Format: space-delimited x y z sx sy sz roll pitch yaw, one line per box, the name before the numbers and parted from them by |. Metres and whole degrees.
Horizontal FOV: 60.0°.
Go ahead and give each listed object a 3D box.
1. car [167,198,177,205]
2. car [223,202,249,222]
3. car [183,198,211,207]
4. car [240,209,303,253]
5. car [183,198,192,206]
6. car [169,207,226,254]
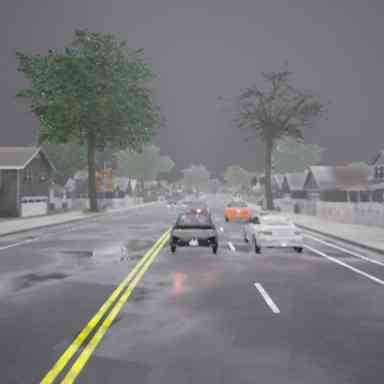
car | -4.163 2.074 71.184 1.837 1.490 4.892 0 0 2
car | 3.861 1.608 28.849 2.097 1.767 4.553 0 -1 2
car | 0.614 1.609 28.979 2.097 1.767 4.553 0 -1 2
car | 3.368 1.658 14.266 1.812 1.442 4.674 0 0 2
car | -0.917 2.098 71.019 1.812 1.442 4.674 0 0 2
car | 0.116 1.624 14.246 2.128 1.511 4.902 0 0 1
